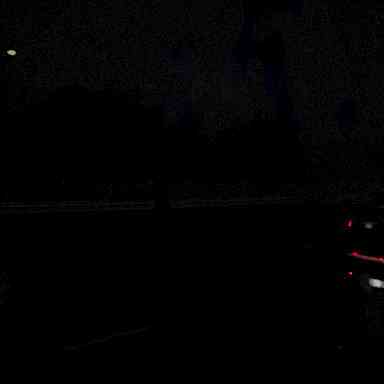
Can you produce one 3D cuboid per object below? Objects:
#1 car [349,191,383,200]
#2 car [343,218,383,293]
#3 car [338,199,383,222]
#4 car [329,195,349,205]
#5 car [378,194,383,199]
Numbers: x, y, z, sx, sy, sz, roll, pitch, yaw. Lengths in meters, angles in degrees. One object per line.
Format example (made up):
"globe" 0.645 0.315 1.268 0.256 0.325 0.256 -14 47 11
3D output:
"car" 21.937 0.865 40.198 5.566 2.045 2.150 -1 1 -33
"car" 5.455 1.489 7.610 4.902 1.511 2.128 0 0 -35
"car" 8.542 1.325 14.001 4.553 1.767 2.097 0 0 -35
"car" 19.730 1.173 42.929 4.674 1.442 1.812 -1 1 -33
"car" 23.360 1.206 36.952 5.357 1.411 2.033 -1 1 -33
